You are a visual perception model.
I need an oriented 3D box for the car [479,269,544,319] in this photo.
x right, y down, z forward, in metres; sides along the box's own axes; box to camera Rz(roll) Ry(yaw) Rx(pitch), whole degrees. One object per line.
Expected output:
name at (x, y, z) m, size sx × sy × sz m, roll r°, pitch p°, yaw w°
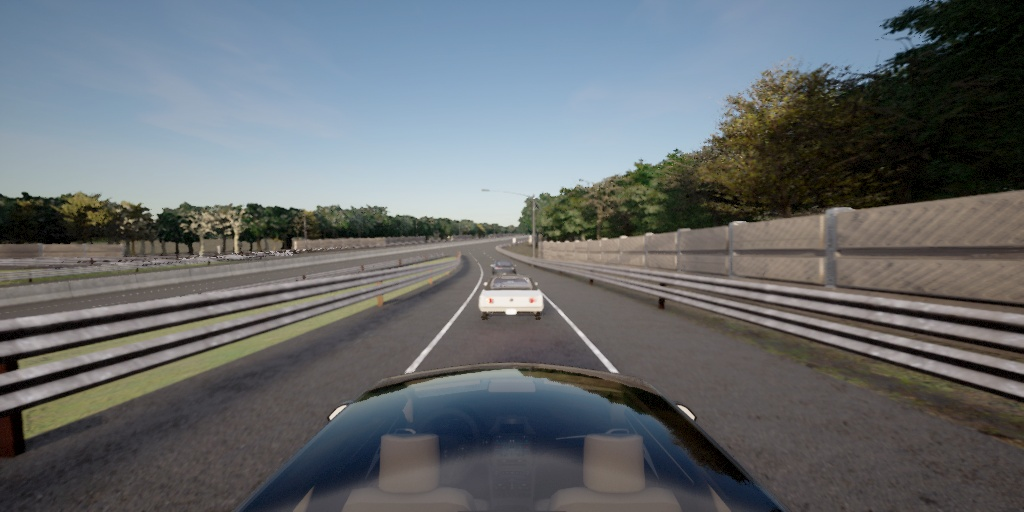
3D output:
car at (-0.043, 1.292, 12.442) m, size 1.895 × 1.301 × 4.718 m, roll 0°, pitch 0°, yaw -1°

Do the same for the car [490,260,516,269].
car at (-0.701, 1.093, 28.849) m, size 2.128 × 1.511 × 4.902 m, roll 0°, pitch 0°, yaw -3°
